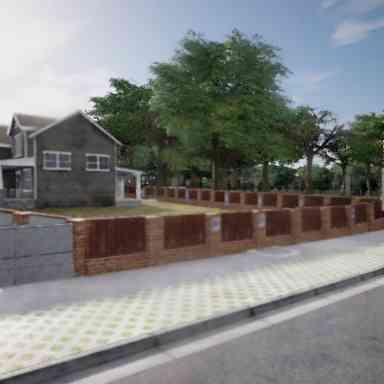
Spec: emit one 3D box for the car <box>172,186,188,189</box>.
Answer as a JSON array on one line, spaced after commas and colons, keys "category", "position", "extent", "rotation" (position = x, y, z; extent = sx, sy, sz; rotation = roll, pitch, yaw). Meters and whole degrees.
[{"category": "car", "position": [-1.405, -0.001, 44.129], "extent": [1.882, 1.535, 5.008], "rotation": [-1, 3, -40]}]
